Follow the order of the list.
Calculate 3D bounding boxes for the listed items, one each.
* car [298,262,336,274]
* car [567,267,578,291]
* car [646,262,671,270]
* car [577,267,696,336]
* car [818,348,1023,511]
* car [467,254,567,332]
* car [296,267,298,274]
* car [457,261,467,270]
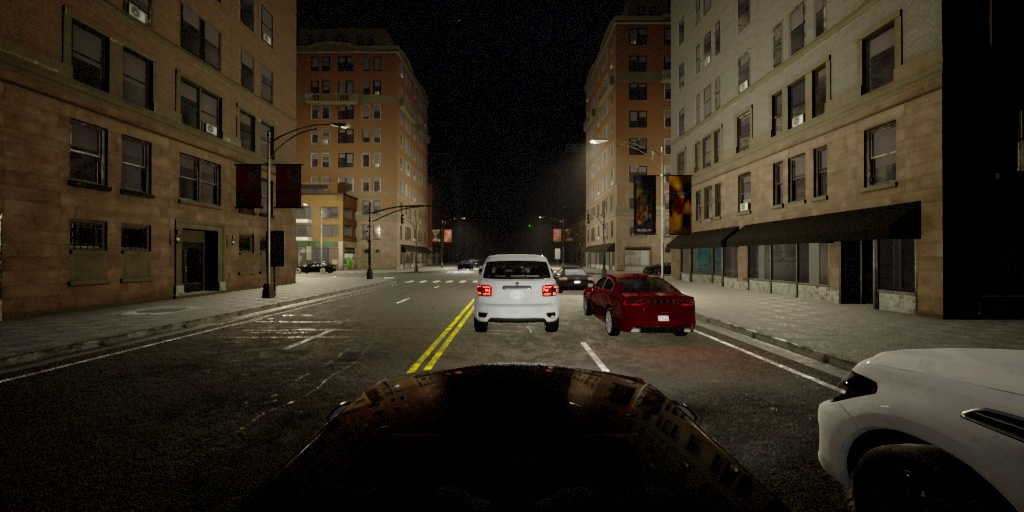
[{"bbox_3d":[-22.070,1.326,40.283,4.313,1.339,1.948,0,0,0],"label":"car"},{"bbox_3d":[3.376,1.313,20.503,1.994,1.385,4.181,0,0,0],"label":"car"},{"bbox_3d":[16.085,1.351,37.847,4.181,1.385,1.994,0,0,0],"label":"car"},{"bbox_3d":[3.362,1.228,10.397,1.882,1.535,5.008,0,0,0],"label":"car"},{"bbox_3d":[3.347,0.972,0.237,2.150,2.045,5.566,0,0,0],"label":"car"},{"bbox_3d":[0.116,0.971,10.963,2.150,2.045,5.566,0,0,0],"label":"car"},{"bbox_3d":[-22.123,1.169,32.258,4.097,1.591,1.967,0,0,0],"label":"car"},{"bbox_3d":[-6.529,1.344,50.824,1.895,1.301,4.718,0,0,0],"label":"car"}]
